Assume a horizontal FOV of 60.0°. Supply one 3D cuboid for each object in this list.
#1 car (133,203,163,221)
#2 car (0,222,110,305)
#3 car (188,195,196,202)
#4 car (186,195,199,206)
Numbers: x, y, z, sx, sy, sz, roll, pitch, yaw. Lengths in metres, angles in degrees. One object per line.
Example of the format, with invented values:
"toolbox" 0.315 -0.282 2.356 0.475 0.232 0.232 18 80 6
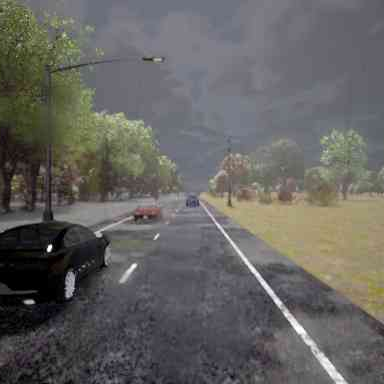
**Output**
"car" -3.401 1.552 26.572 1.895 1.301 4.718 0 0 0
"car" -3.402 1.462 8.140 1.882 1.535 5.008 0 0 0
"car" 0.004 1.373 73.034 1.837 1.490 4.892 0 0 0
"car" 0.101 1.256 54.077 2.097 1.767 4.553 0 0 0
